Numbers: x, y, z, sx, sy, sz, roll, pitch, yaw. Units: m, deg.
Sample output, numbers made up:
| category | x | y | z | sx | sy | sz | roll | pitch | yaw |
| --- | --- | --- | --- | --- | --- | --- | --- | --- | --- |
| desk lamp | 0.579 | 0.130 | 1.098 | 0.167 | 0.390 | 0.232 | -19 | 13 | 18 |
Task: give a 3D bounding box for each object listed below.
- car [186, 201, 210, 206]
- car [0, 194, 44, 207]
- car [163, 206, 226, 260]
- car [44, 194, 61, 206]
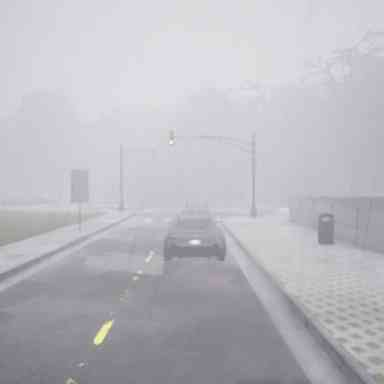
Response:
| category | x | y | z | sx | sy | sz | roll | pitch | yaw |
| --- | --- | --- | --- | --- | --- | --- | --- | --- | --- |
| car | 0.428 | 1.308 | 25.031 | 1.895 | 1.301 | 4.718 | 0 | 1 | 5 |
| car | -20.717 | 1.092 | 40.584 | 4.181 | 1.385 | 1.994 | 0 | 1 | 23 |
| car | 0.084 | 1.424 | 11.812 | 1.994 | 1.385 | 4.181 | 0 | 1 | 0 |
| car | -19.320 | 1.031 | 43.524 | 4.674 | 1.442 | 1.812 | 0 | 1 | 23 |
